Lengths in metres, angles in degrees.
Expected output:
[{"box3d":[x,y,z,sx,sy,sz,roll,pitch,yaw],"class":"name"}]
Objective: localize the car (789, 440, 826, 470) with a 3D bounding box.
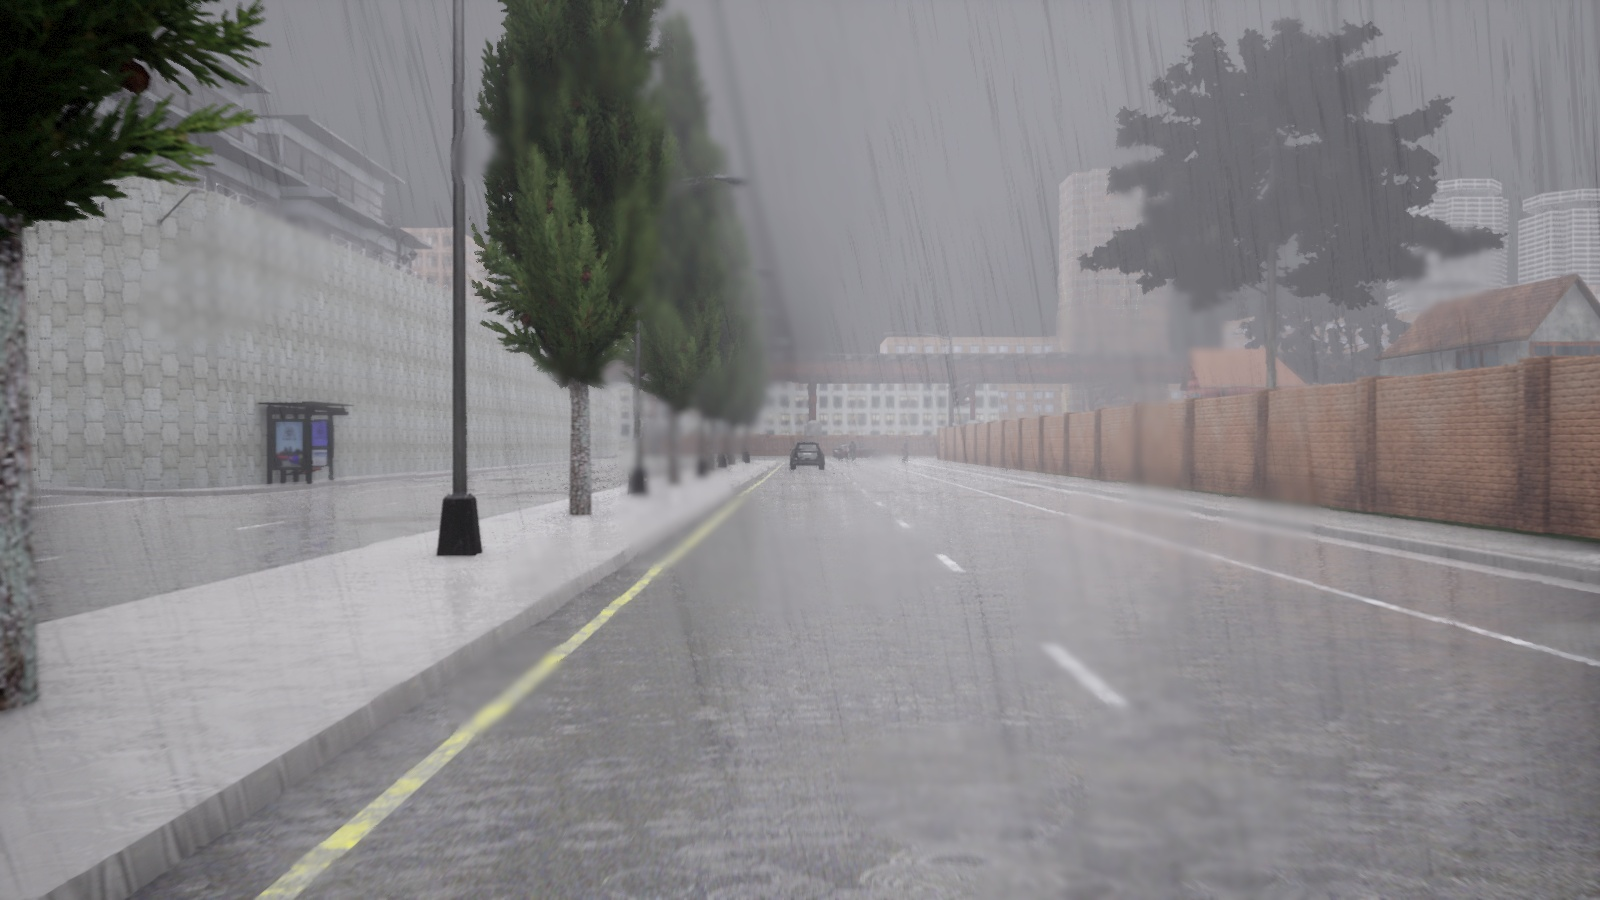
[{"box3d":[0.425,0.271,72.019,2.033,1.649,4.856,0,0,0],"class":"car"}]
